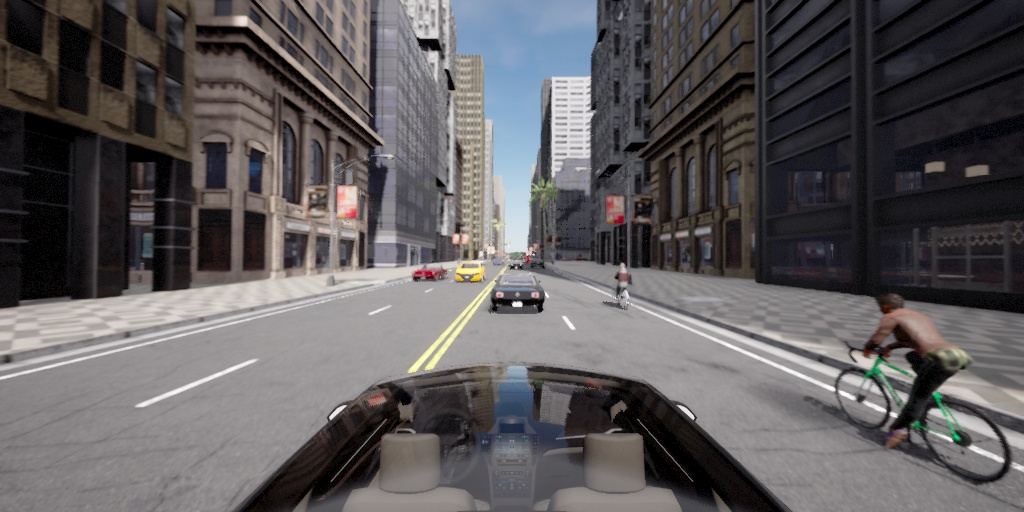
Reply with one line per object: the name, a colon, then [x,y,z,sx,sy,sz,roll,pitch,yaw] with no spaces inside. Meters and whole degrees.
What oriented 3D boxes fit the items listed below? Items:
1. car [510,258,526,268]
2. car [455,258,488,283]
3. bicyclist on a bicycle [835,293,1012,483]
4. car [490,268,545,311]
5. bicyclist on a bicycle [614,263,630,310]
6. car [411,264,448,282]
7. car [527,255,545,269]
car: [0.626,1.237,50.958,1.895,1.301,4.718,0,0,1]
car: [-3.084,1.175,27.283,1.882,1.535,5.008,0,0,1]
bicyclist on a bicycle: [4.149,1.232,3.790,0.582,1.620,1.656,0,0,1]
car: [0.219,1.346,14.354,1.895,1.301,4.718,0,0,1]
bicyclist on a bicycle: [4.263,1.145,14.055,0.659,1.776,1.843,0,0,1]
car: [-6.330,1.274,27.892,1.895,1.301,4.718,0,0,1]
car: [3.918,0.991,56.012,2.097,1.767,4.553,0,0,1]
